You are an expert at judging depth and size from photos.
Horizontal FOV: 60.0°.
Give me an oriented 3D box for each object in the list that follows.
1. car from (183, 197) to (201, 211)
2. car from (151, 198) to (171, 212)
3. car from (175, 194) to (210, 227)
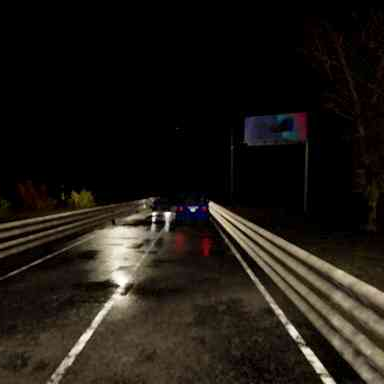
[{"bbox_3d":[-0.012,1.436,41.315,2.033,1.411,5.357,0,0,0],"label":"car"},{"bbox_3d":[-3.417,1.424,37.480,1.812,1.442,4.674,0,0,0],"label":"car"},{"bbox_3d":[0.039,1.161,22.456,2.150,2.045,5.566,0,0,0],"label":"car"}]
